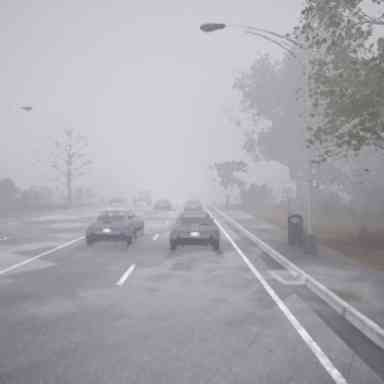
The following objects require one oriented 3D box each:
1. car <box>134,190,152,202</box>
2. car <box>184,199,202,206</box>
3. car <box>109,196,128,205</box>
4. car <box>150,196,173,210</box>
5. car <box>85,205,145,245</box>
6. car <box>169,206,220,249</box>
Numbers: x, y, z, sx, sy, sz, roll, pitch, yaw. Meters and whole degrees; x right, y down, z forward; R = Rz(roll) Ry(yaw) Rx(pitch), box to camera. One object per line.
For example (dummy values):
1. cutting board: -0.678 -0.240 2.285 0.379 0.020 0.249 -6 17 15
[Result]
1. car: -6.982 0.744 47.795 2.150 2.045 5.566 0 0 0
2. car: 0.115 1.415 35.569 1.994 1.385 4.181 0 0 0
3. car: -10.482 1.202 47.794 1.895 1.301 4.718 0 0 0
4. car: -3.384 1.400 39.316 1.994 1.385 4.181 0 0 0
5. car: -3.393 1.500 15.268 1.994 1.385 4.181 0 0 0
6. car: 0.106 1.504 14.217 1.994 1.385 4.181 0 0 0
